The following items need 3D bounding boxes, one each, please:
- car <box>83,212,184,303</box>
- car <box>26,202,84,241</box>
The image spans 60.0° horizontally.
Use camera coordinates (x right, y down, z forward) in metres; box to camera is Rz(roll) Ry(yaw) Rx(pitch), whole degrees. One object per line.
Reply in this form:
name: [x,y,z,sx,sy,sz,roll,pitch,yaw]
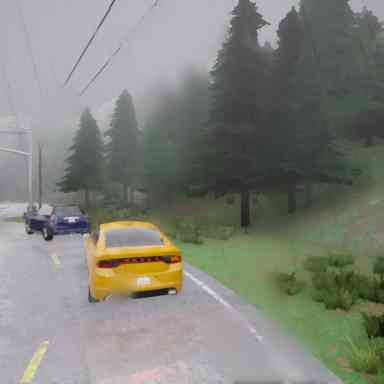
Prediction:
car: [-1.678,1.478,8.441,1.882,1.535,5.008,0,0,-19]
car: [-6.951,1.352,17.086,2.097,1.767,4.553,0,0,-40]
